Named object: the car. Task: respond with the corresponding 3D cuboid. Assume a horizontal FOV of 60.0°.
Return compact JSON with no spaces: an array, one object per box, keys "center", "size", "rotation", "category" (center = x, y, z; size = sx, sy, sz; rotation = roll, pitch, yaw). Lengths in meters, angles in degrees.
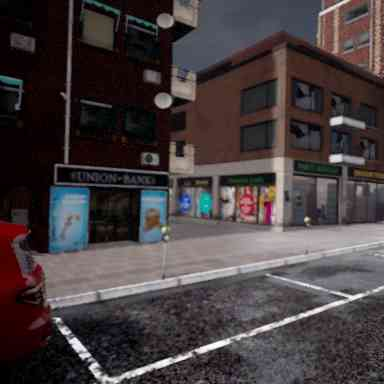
[{"center":[-4.021,1.312,3.196],"size":[5.009,1.841,2.192],"rotation":[0,2,-35],"category":"car"}]
